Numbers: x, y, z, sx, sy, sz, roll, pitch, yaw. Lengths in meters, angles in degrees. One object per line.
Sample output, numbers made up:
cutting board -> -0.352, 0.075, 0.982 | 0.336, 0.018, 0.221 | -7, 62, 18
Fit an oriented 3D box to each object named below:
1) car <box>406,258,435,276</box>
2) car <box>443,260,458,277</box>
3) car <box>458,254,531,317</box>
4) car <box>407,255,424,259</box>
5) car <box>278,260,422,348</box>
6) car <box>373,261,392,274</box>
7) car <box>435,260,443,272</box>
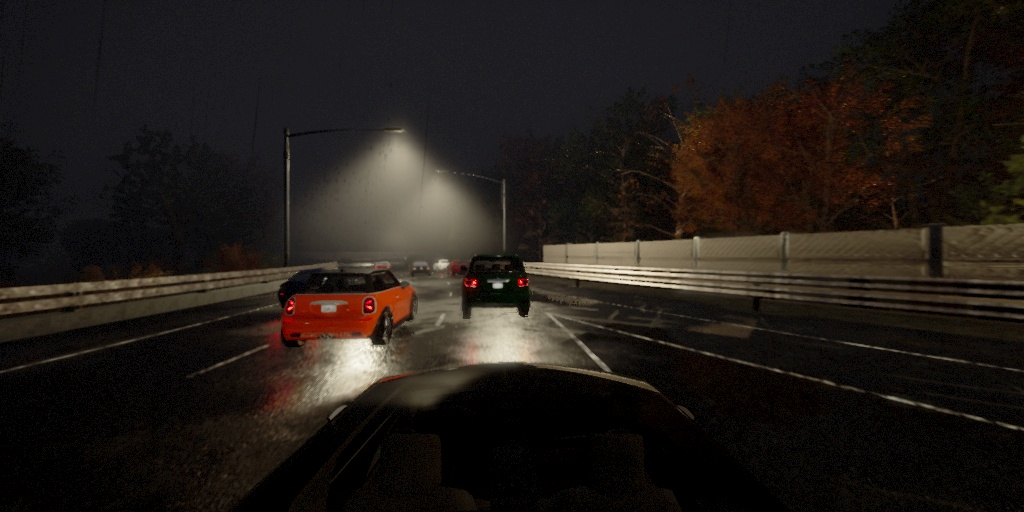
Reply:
car -> -9.325, 1.225, 36.142 | 2.033, 1.411, 5.357 | 0, 0, -19
car -> -5.100, 1.147, 34.328 | 1.882, 1.535, 5.008 | 0, 0, -18
car -> -0.699, 0.941, 13.137 | 2.150, 2.045, 5.566 | 0, 0, -6
car -> -15.819, 0.856, 58.640 | 2.150, 2.045, 5.566 | 0, 0, -31
car -> -3.908, 1.090, 9.457 | 2.097, 1.767, 4.553 | 0, 0, -4
car -> -14.840, 1.283, 40.889 | 1.895, 1.301, 4.718 | 0, 0, -22
car -> -8.364, 1.178, 43.438 | 1.812, 1.442, 4.674 | 0, 0, -21
